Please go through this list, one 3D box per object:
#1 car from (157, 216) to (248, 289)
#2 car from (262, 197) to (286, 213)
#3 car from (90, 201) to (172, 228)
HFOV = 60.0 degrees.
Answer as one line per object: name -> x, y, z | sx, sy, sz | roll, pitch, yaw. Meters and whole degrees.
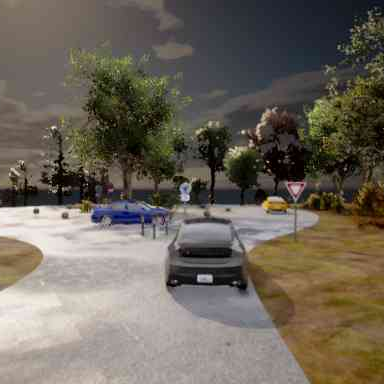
car -> 0.422, 1.436, 8.996 | 1.837, 1.490, 4.892 | 0, 1, 4
car -> 8.154, 1.222, 33.241 | 1.882, 1.535, 5.008 | 1, 0, 6
car -> -3.676, 1.320, 20.502 | 5.008, 1.535, 1.882 | 0, 1, -5
